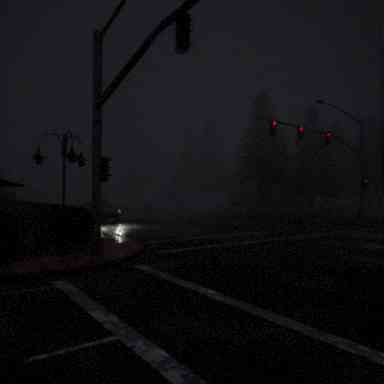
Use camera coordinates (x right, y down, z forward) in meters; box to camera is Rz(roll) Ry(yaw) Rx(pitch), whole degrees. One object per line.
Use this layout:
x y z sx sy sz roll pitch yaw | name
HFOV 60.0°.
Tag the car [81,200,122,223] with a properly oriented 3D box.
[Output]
-7.181 1.441 25.906 2.097 1.767 4.553 1 0 -37 | car
